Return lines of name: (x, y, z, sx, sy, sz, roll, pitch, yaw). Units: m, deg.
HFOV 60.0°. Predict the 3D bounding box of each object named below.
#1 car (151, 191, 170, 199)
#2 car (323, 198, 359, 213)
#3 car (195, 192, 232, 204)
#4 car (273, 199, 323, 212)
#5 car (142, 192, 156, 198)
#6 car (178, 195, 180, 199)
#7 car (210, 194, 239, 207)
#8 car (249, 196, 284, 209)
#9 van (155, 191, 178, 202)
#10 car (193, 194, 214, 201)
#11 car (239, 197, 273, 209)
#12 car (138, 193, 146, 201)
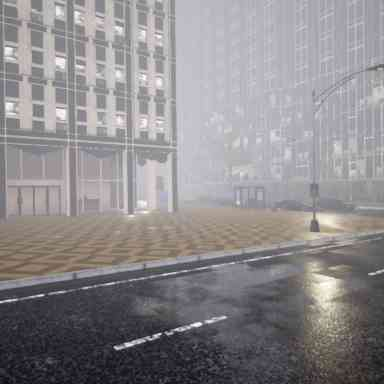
car: (-7.485, 0.636, 77.915, 2.192, 1.841, 5.009, 0, 1, -35)
car: (15.025, 1.382, 34.952, 1.812, 1.442, 4.674, -1, 1, -34)
car: (3.268, 1.214, 52.068, 2.033, 1.411, 5.357, -1, 1, -34)
car: (11.267, 1.440, 35.633, 1.947, 1.339, 4.313, 0, 1, -35)
car: (-10.706, 0.707, 82.599, 1.967, 1.590, 4.097, 0, 1, -35)
car: (-4.265, 0.956, 73.236, 1.802, 1.307, 4.206, 0, 1, -35)
car: (4.888, 1.335, 45.044, 1.947, 1.339, 4.313, 0, 1, -35)
car: (9.557, 1.333, 42.904, 1.994, 1.385, 4.181, -1, 1, -35)
van: (-4.728, 0.953, 59.119, 1.690, 1.788, 3.998, 0, 1, -35)
car: (2.177, 1.064, 63.869, 1.802, 1.307, 4.206, 0, 1, -35)
car: (8.060, 1.404, 40.328, 1.802, 1.307, 4.206, 0, 1, -35)
car: (-11.170, 1.055, 68.488, 2.008, 1.369, 4.403, 0, 1, -35)
